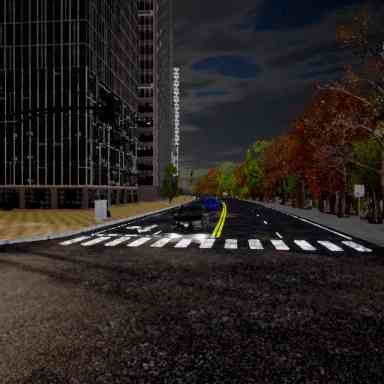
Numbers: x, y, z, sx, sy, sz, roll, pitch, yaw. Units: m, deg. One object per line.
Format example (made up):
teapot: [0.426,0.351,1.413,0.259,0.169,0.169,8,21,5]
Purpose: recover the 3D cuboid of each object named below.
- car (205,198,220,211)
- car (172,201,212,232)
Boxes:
car: [2.387,1.499,41.134,1.882,1.535,5.008,0,0,6]
car: [-0.006,1.561,20.478,1.837,1.490,4.892,0,0,7]
